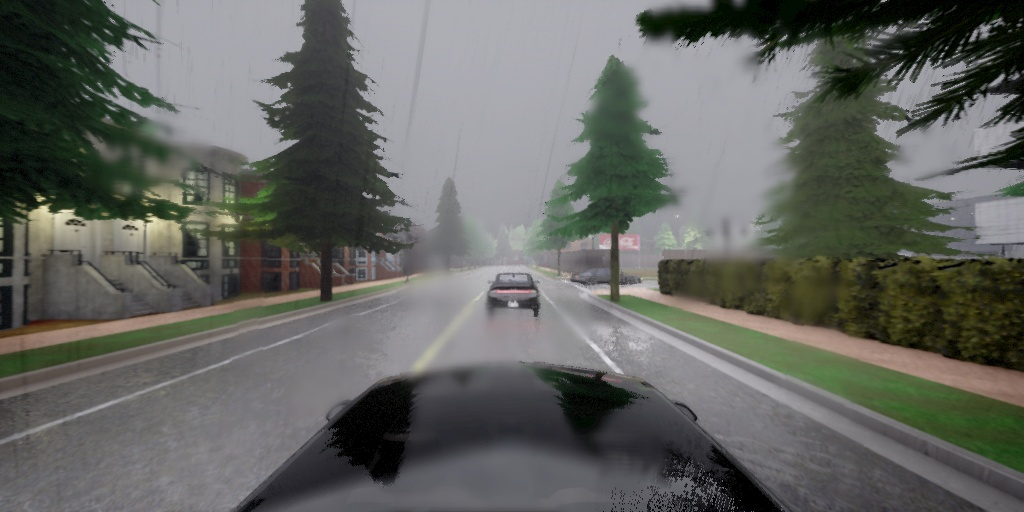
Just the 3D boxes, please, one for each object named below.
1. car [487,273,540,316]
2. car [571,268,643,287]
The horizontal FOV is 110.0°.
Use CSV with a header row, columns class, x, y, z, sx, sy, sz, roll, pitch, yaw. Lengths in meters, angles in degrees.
class,x,y,z,sx,sy,sz,roll,pitch,yaw
car,0.066,1.401,14.122,2.128,1.511,4.902,0,-1,0
car,7.384,1.657,28.251,5.357,1.411,2.033,0,-1,-3
